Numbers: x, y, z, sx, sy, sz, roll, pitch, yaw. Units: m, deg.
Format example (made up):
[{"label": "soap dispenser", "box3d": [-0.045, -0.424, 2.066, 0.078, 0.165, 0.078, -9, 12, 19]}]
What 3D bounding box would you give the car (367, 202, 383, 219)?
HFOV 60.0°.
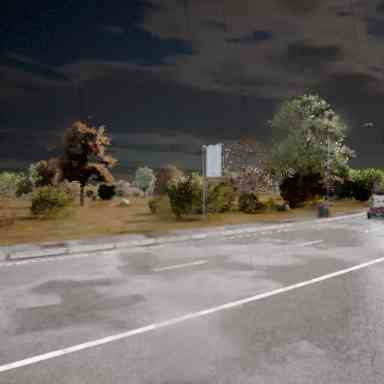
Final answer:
[{"label": "car", "box3d": [16.532, 1.563, 28.620, 1.812, 1.442, 4.674, 0, 0, 42]}]
